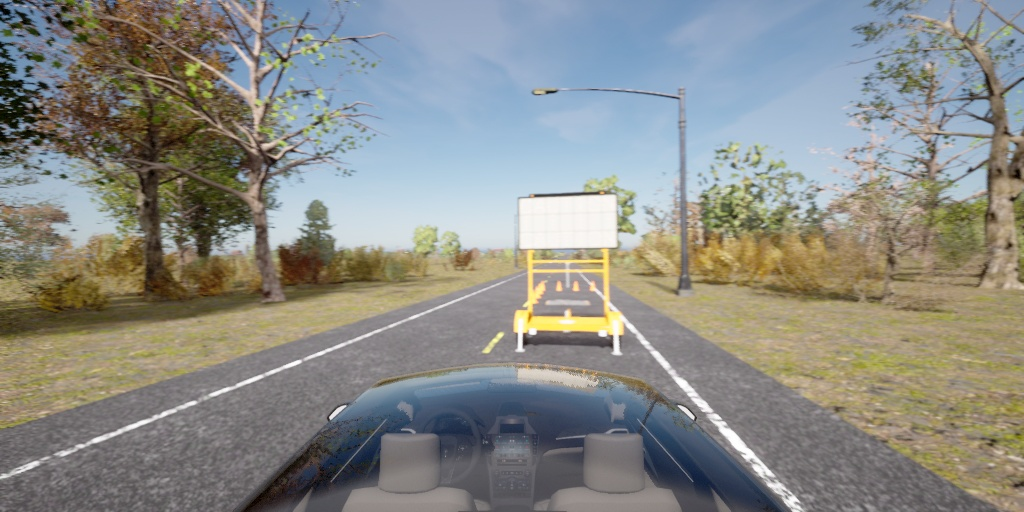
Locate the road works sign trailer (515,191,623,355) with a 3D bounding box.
[{"bbox_3d":[1.398,0.246,8.866,2.380,3.560,2.880,0,0,10],"label":"road works sign trailer"}]
